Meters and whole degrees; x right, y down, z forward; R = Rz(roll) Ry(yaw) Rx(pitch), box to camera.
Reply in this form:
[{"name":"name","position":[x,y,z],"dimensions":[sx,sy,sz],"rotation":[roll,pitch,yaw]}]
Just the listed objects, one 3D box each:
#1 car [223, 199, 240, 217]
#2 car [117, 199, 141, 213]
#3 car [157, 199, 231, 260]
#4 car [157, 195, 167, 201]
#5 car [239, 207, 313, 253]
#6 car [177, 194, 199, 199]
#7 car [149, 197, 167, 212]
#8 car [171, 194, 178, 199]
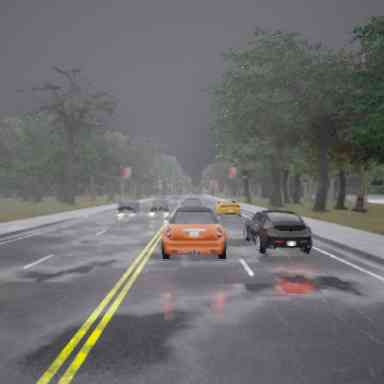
[{"name":"car","position":[3.235,1.386,30.261],"dimensions":[1.882,1.535,5.008],"rotation":[0,0,0]},{"name":"car","position":[-6.747,1.441,36.212],"dimensions":[2.033,1.411,5.357],"rotation":[0,0,0]},{"name":"car","position":[0.066,1.316,12.409],"dimensions":[2.097,1.767,4.553],"rotation":[0,0,0]},{"name":"car","position":[-6.943,1.296,77.497],"dimensions":[1.895,1.301,4.718],"rotation":[0,0,0]},{"name":"car","position":[3.314,1.465,13.494],"dimensions":[1.837,1.490,4.892],"rotation":[0,0,0]},{"name":"car","position":[-0.007,1.267,28.480],"dimensions":[2.097,1.767,4.553],"rotation":[0,0,0]},{"name":"car","position":[-3.498,1.397,36.620],"dimensions":[1.837,1.490,4.892],"rotation":[0,0,0]},{"name":"car","position":[-3.693,1.055,77.569],"dimensions":[2.097,1.767,4.553],"rotation":[0,0,0]}]
